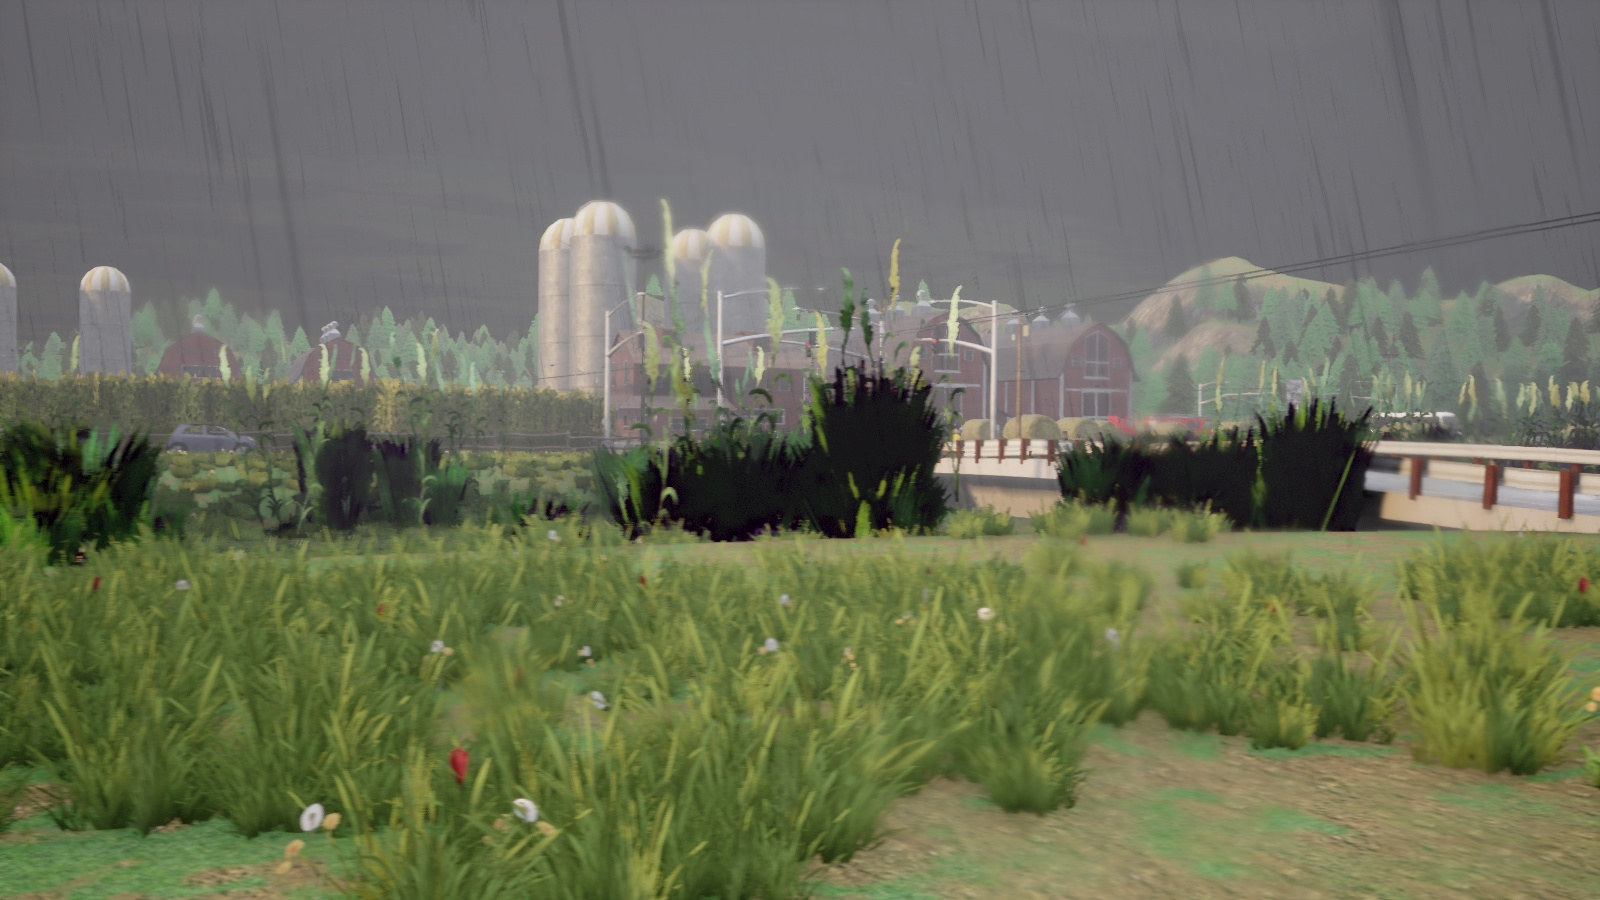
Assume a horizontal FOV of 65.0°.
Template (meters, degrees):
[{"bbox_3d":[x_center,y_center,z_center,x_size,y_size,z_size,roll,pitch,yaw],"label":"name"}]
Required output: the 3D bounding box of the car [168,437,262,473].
[{"bbox_3d":[-25.473,0.197,54.688,3.633,1.501,1.845,-1,1,-26],"label":"car"}]

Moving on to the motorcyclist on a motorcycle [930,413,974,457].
[{"bbox_3d":[5.747,-0.557,47.541,0.866,1.590,1.817,-1,-1,-21],"label":"motorcyclist on a motorcycle"}]
